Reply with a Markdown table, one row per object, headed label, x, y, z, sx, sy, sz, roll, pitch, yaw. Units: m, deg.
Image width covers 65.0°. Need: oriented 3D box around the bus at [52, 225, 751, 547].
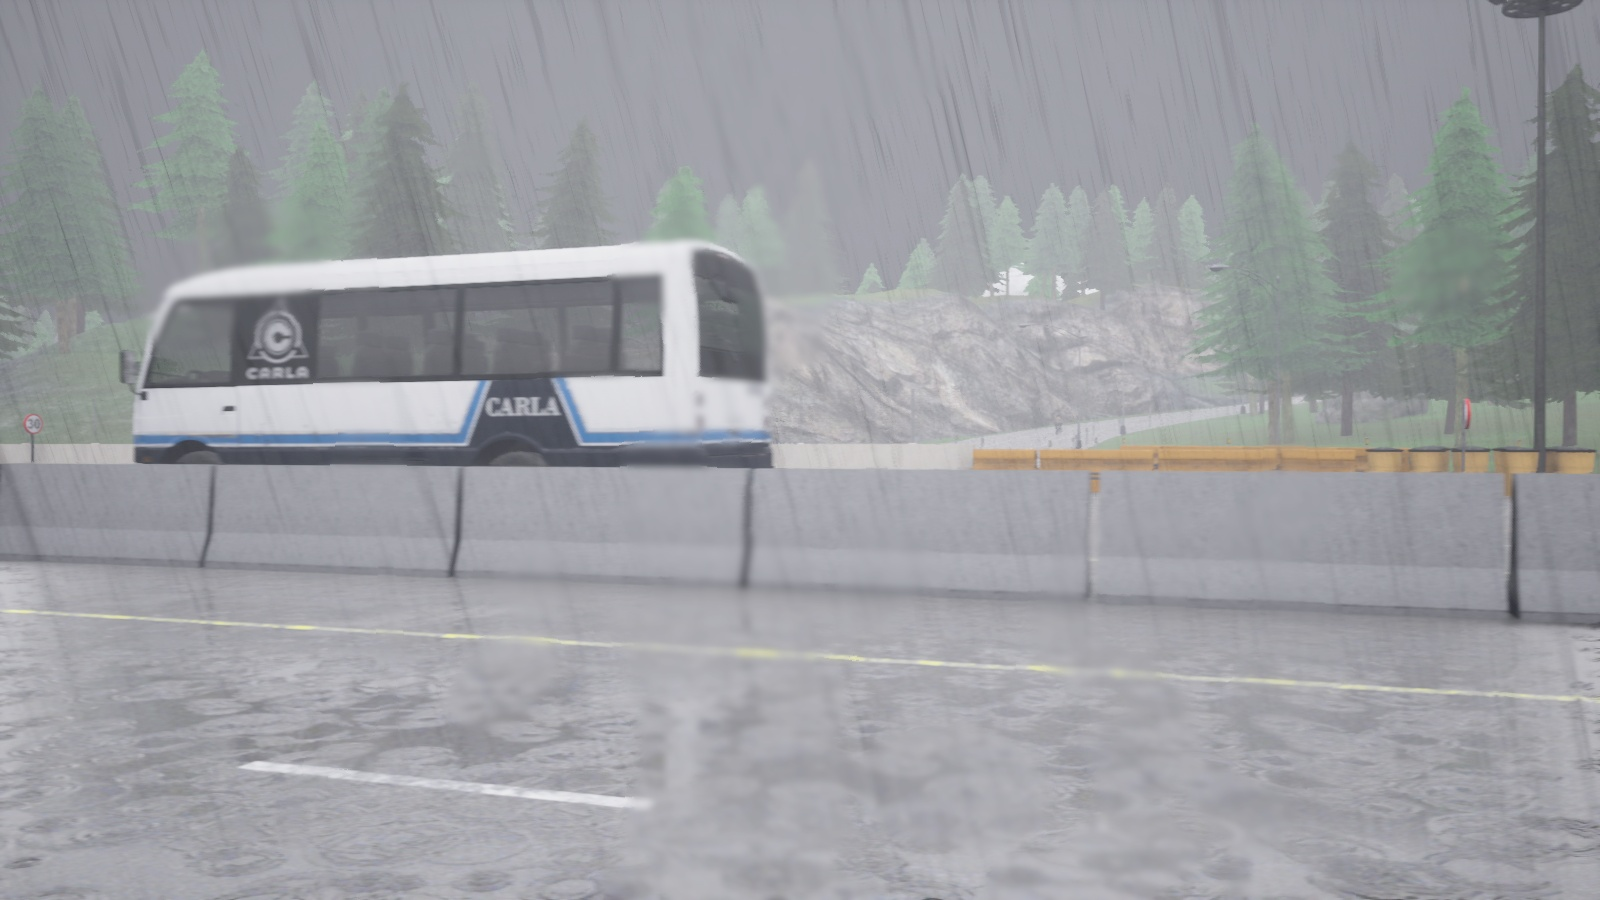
| label | x | y | z | sx | sy | sz | roll | pitch | yaw |
| --- | --- | --- | --- | --- | --- | --- | --- | --- | --- |
| bus | -6.297 | -0.895 | 20.061 | 10.273 | 4.253 | 3.944 | 0 | 1 | 19 |
